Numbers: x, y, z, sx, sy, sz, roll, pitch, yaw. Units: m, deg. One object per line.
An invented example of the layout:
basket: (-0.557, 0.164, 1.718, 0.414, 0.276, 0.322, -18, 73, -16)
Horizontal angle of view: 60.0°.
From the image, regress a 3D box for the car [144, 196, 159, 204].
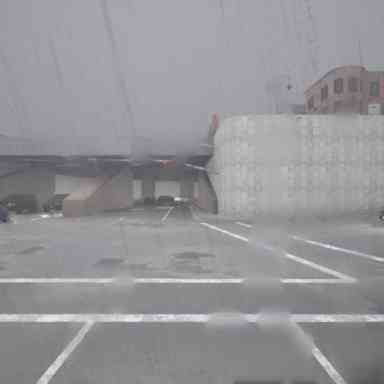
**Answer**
car: (-8.112, 1.547, 65.004, 2.033, 1.411, 5.357, 0, 0, 4)

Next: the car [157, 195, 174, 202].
car: (-5.967, 1.500, 75.436, 1.837, 1.490, 4.892, 0, 0, 24)

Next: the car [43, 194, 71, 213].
car: (-14.971, 1.222, 37.995, 2.150, 2.045, 5.566, 0, 0, -2)

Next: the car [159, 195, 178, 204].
car: (-4.591, 1.491, 65.168, 2.128, 1.511, 4.902, 0, 0, 4)

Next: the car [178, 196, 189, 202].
car: (-2.287, 1.524, 75.182, 1.812, 1.442, 4.674, 0, 0, 28)

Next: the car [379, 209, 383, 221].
car: (12.783, 0.873, 18.231, 4.674, 1.442, 1.812, -7, 0, -1)

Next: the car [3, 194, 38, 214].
car: (-18.405, 1.222, 35.325, 2.150, 2.045, 5.566, 0, 0, -2)

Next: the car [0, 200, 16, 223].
car: (-14.207, 1.525, 22.834, 1.812, 1.442, 4.674, 0, 0, -6)
